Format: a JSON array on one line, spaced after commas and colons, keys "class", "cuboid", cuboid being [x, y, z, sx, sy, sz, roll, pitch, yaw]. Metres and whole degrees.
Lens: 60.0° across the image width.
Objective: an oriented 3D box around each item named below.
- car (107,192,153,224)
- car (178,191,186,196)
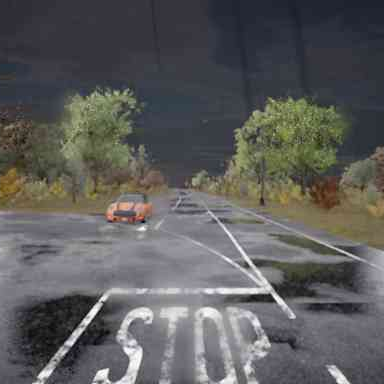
[{"class": "car", "cuboid": [-3.554, 0.831, 19.769, 2.097, 1.767, 4.553, 1, 1, 0]}, {"class": "car", "cuboid": [-2.690, 0.304, 89.256, 1.895, 1.301, 4.718, 0, 1, 6]}]
